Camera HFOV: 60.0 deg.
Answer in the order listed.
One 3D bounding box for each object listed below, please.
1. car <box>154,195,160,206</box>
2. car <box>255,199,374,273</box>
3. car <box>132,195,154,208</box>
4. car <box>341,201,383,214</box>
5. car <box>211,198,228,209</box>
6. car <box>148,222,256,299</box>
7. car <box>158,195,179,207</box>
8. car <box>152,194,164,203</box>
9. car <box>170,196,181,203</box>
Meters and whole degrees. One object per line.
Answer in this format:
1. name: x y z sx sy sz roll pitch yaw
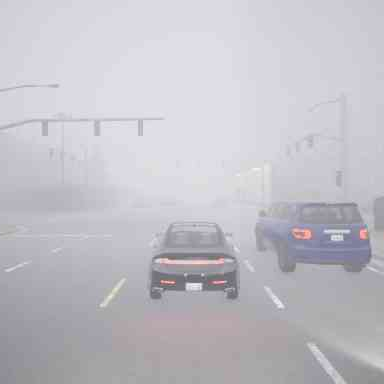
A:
1. car: -7.108 1.352 56.115 2.097 1.767 4.553 0 0 0
2. car: 3.567 1.221 10.862 2.150 2.045 5.566 0 0 0
3. car: -7.165 1.352 47.291 2.097 1.767 4.553 0 0 2
4. car: 18.745 1.656 35.669 4.718 1.301 1.895 0 0 0
5. car: 3.682 1.491 44.843 2.128 1.511 4.902 0 0 -3
6. car: 0.053 1.492 8.417 2.128 1.511 4.902 0 0 0
7. car: -3.608 1.547 51.909 2.033 1.411 5.357 0 0 0
8. car: -7.032 1.350 68.760 2.097 1.767 4.553 0 0 0
9. car: -3.530 1.540 71.904 2.033 1.411 5.357 0 0 0
